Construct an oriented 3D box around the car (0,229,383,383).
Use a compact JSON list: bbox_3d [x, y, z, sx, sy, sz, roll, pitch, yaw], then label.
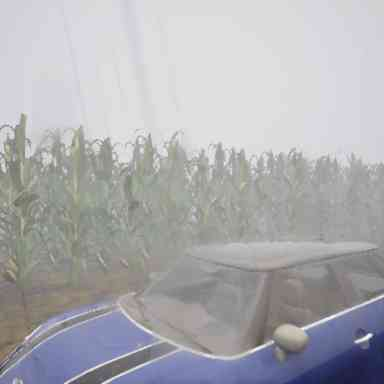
[{"bbox_3d":[0.489,1.351,3.414,4.553,1.767,2.097,0,0,-35],"label":"car"}]
